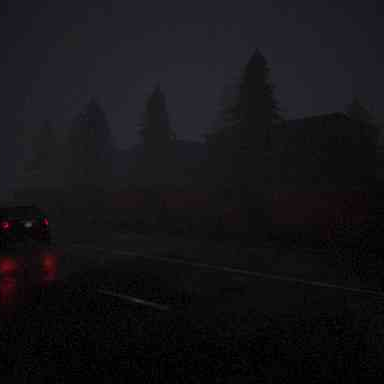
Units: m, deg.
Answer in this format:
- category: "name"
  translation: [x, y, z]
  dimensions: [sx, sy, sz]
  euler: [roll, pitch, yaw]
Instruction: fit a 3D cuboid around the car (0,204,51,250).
- category: "car"
  translation: [-8.009, 1.287, 14.156]
  dimensions: [4.553, 1.767, 2.097]
  euler: [0, 0, 37]
